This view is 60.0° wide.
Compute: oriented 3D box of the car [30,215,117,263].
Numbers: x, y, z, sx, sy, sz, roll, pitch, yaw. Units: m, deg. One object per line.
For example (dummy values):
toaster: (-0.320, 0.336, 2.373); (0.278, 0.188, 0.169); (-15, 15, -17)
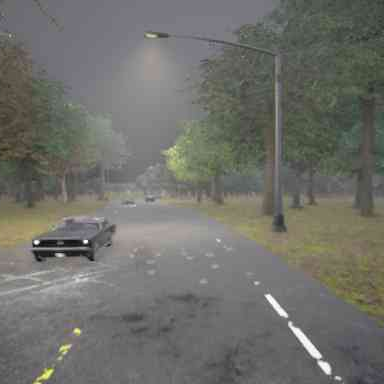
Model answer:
car: (-4.028, 1.560, 12.061); (1.895, 1.301, 4.718); (0, 0, -3)

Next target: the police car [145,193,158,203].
police car: (-8.736, 1.343, 69.498); (1.930, 1.638, 5.238); (0, 0, -9)

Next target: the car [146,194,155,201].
car: (-10.674, 1.358, 85.038); (2.097, 1.767, 4.553); (0, 0, -5)

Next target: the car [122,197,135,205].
car: (-10.480, 1.451, 54.540); (1.994, 1.385, 4.181); (0, 0, -12)

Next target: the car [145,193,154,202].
car: (-10.077, 1.197, 79.202); (2.150, 2.045, 5.566); (0, 0, -7)
